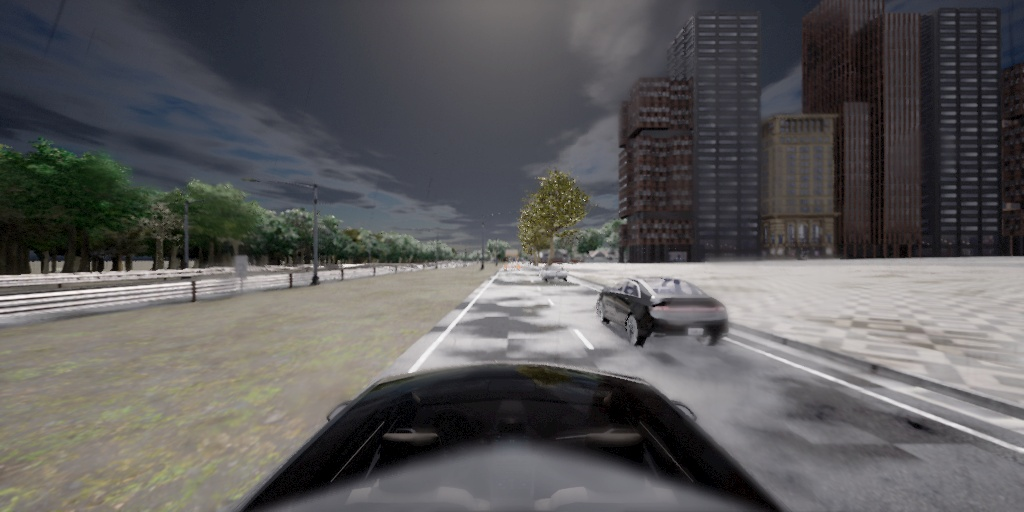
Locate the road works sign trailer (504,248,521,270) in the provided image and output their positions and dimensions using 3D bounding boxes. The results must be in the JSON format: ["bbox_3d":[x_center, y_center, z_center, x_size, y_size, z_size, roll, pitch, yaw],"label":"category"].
[{"bbox_3d":[-0.005,0.518,59.477,2.380,3.560,2.880,0,0,0],"label":"road works sign trailer"}]

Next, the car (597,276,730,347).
[{"bbox_3d":[3.596,1.280,9.444,2.128,1.511,4.902,0,0,0],"label":"car"}]

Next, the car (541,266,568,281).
[{"bbox_3d":[3.598,1.500,31.259,1.895,1.301,4.718,0,0,0],"label":"car"}]
